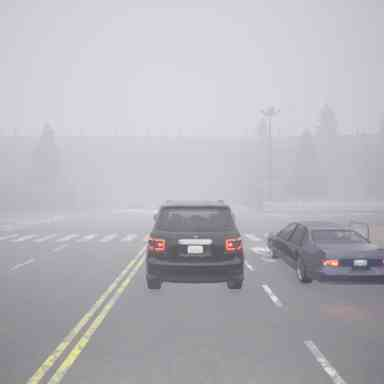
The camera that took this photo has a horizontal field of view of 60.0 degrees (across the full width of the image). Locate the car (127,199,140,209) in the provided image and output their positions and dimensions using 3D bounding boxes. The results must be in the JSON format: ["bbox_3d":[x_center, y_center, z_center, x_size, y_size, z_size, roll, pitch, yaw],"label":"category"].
[{"bbox_3d":[-7.204,1.562,43.974,1.994,1.385,4.181,0,0,1],"label":"car"}]

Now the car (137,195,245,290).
[{"bbox_3d":[0.068,1.221,9.212,2.150,2.045,5.566,0,0,0],"label":"car"}]

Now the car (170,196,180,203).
[{"bbox_3d":[-3.637,1.594,73.108,1.895,1.301,4.718,0,0,0],"label":"car"}]

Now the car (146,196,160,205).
[{"bbox_3d":[-7.154,1.547,61.755,2.033,1.411,5.357,0,0,0],"label":"car"}]

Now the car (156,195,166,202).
[{"bbox_3d":[-7.301,1.524,77.041,2.128,1.511,4.902,0,0,-7],"label":"car"}]

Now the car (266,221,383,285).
[{"bbox_3d":[3.572,1.547,9.559,2.033,1.411,5.357,0,0,0],"label":"car"}]

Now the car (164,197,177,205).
[{"bbox_3d":[-3.667,1.562,58.273,1.994,1.385,4.181,0,0,0],"label":"car"}]
